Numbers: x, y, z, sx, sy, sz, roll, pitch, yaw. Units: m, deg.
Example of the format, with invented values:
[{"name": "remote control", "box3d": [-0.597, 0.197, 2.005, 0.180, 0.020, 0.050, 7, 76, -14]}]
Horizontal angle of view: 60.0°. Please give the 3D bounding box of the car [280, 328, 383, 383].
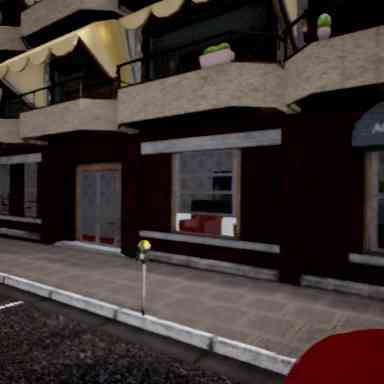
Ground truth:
[{"name": "car", "box3d": [2.607, 1.317, 0.846, 5.009, 1.841, 2.192, 0, 1, 36]}]
